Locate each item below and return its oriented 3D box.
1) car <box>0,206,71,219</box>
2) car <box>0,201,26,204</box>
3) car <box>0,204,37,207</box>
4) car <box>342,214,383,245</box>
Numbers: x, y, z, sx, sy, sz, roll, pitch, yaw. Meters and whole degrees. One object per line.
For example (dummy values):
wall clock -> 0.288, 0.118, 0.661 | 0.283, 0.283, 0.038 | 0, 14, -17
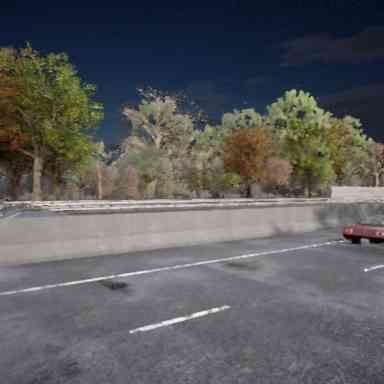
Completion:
car -> -7.534, 1.548, 15.813 | 5.357, 1.411, 2.033 | 0, 0, -35
car -> -11.698, 1.505, 21.438 | 4.892, 1.490, 1.837 | 0, 0, -35
car -> -9.556, 1.565, 18.666 | 4.181, 1.385, 1.994 | 0, 0, -35
car -> 8.572, 1.612, 14.285 | 4.718, 1.301, 1.895 | 0, 0, -36
